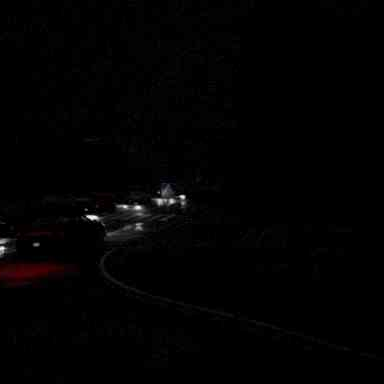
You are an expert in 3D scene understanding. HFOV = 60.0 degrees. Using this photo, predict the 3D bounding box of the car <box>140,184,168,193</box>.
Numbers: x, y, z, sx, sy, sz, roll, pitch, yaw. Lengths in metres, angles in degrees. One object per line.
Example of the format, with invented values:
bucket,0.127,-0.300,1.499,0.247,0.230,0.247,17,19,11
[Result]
car,-7.138,-0.670,62.471,5.008,1.535,2.097,-1,3,-9

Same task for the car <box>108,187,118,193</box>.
car,-11.524,0.408,39.376,4.553,1.767,2.185,-1,3,-9

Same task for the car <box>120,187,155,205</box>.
car,-6.264,0.600,38.878,1.812,1.442,4.674,1,3,14

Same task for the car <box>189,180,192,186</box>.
car,-3.143,-1.682,82.597,5.008,1.535,2.097,-1,3,-9

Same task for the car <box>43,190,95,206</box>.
car,-12.644,0.876,33.592,4.674,1.452,2.002,-1,3,-9

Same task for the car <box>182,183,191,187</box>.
car,-1.929,-0.271,55.595,1.812,1.442,4.674,0,3,11

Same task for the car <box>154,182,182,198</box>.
car,-3.468,-0.110,49.081,2.097,1.767,4.553,1,3,15

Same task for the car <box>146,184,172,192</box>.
car,-6.564,-0.818,65.345,4.892,1.521,2.231,-1,3,-9

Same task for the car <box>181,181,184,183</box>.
car,-4.841,-1.393,73.969,4.553,1.767,2.185,-1,3,-9

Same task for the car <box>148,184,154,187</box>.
car,-8.619,-0.227,53.862,5.366,1.575,1.946,-1,3,-9

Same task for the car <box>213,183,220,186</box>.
car,5.617,0.344,37.815,5.566,2.045,2.435,0,3,-7

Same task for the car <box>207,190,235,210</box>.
car,4.327,0.902,31.994,5.008,1.535,2.097,0,3,-7

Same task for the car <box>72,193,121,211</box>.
car,-8.257,1.150,29.099,1.994,1.385,4.181,0,3,12

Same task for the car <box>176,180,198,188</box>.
car,-1.441,-2.291,91.198,5.566,2.045,2.435,-1,2,-8

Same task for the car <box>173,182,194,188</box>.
car,-2.174,-1.928,88.317,5.366,1.575,1.946,-1,3,-9

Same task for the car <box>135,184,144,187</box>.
car,-9.914,0.081,48.067,5.008,1.535,2.097,-1,3,-9

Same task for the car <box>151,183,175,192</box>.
car,-5.997,-0.968,68.219,4.892,1.521,2.231,-1,3,-9

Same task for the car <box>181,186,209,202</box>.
car,1.578,0.403,41.182,5.008,1.535,1.882,0,3,19

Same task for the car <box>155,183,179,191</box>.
car,-5.432,-1.120,71.097,5.008,1.535,2.097,-1,3,-9

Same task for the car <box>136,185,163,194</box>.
car,-7.661,-0.490,59.596,4.792,1.488,2.163,-1,3,-9

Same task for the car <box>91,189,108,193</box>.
car,-12.070,0.714,36.494,4.792,1.488,2.163,-1,3,-9

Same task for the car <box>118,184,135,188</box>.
car,-10.428,0.107,45.165,4.553,1.767,2.185,-1,3,-9

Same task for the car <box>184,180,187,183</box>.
car,-4.301,-1.371,76.857,4.674,1.452,2.002,-1,2,-9

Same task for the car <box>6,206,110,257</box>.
car,-5.177,1.610,13.763,1.882,1.535,5.008,-1,1,3

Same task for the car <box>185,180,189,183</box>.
car,-3.696,-1.674,79.715,4.553,1.767,2.185,-1,3,-9

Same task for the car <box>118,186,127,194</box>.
car,-11.034,0.414,42.270,4.792,1.488,2.163,-1,3,-9

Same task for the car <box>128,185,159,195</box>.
car,-8.256,-0.369,56.714,5.008,1.535,2.097,-1,3,-9

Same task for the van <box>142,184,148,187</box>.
van,-9.476,-0.291,50.922,4.442,1.987,1.878,-1,3,-9

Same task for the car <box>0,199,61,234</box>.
car,-10.134,1.483,19.428,1.882,1.535,5.008,0,2,12

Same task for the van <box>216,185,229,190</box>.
van,5.105,0.523,34.920,4.442,1.987,1.878,0,3,-7
